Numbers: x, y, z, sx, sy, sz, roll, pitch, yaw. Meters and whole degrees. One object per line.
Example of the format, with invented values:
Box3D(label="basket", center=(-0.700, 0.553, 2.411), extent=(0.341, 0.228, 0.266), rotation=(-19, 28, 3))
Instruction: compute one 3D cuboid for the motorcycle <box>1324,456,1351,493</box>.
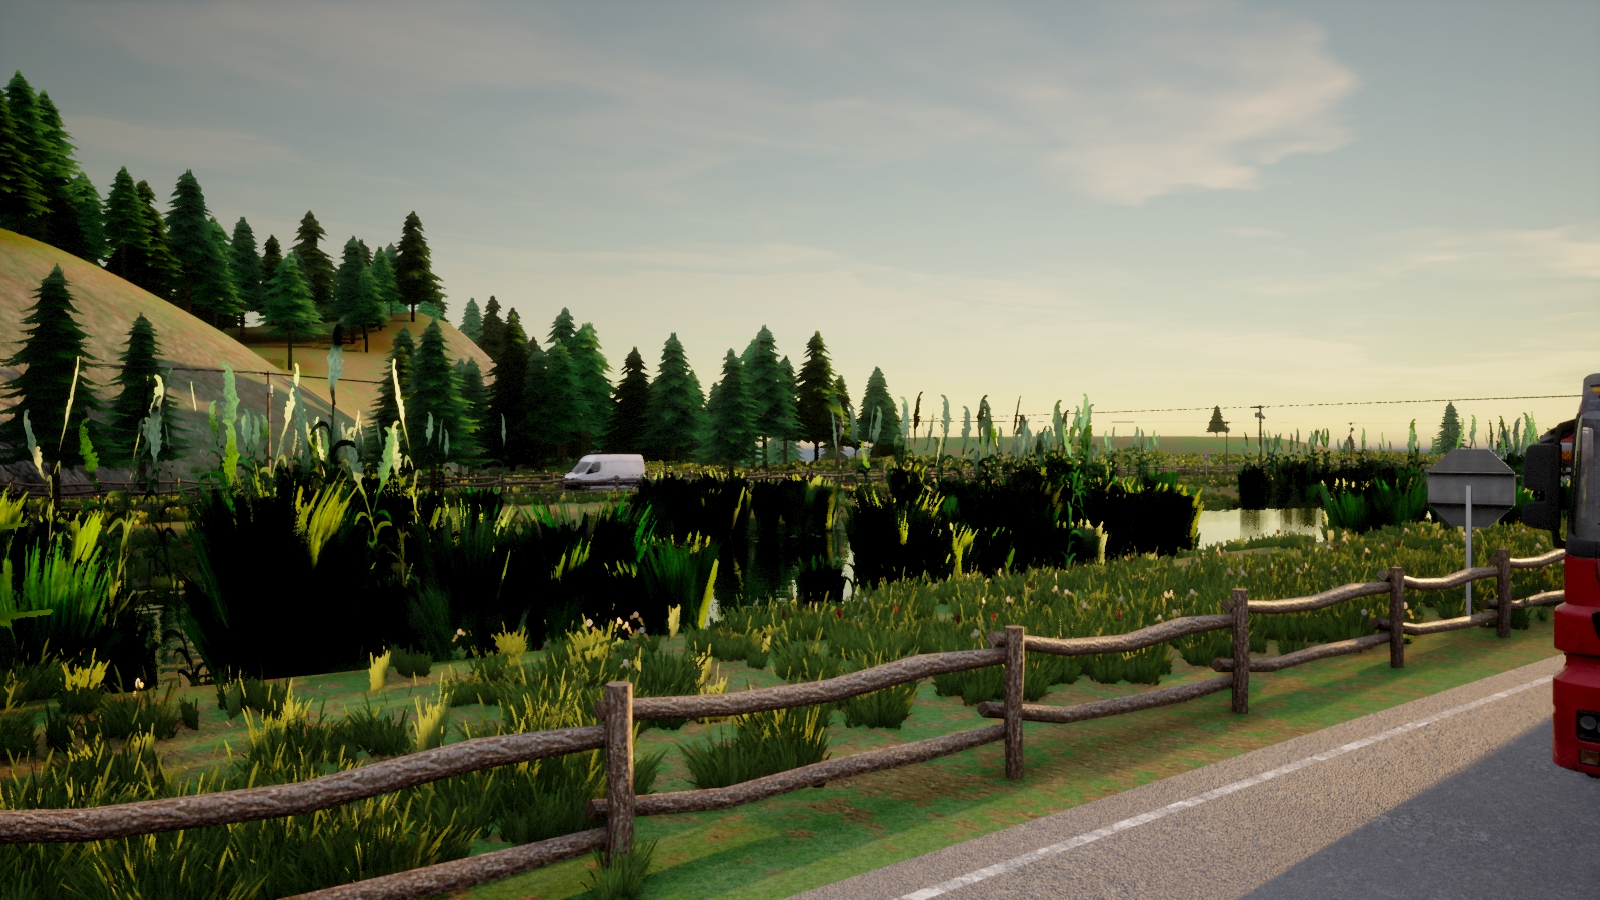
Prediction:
Box3D(label="motorcycle", center=(35.027, 1.577, 74.469), extent=(2.033, 2.348, 0.803), rotation=(0, 0, -39))

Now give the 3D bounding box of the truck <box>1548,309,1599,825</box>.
Box3D(label="truck", center=(9.532, 0.862, 10.955), extent=(2.891, 3.827, 8.468), rotation=(0, 0, 40))

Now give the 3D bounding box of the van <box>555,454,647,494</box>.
Box3D(label="van", center=(-13.131, 1.534, 75.721), extent=(5.915, 2.561, 1.988), rotation=(0, 0, -44))
